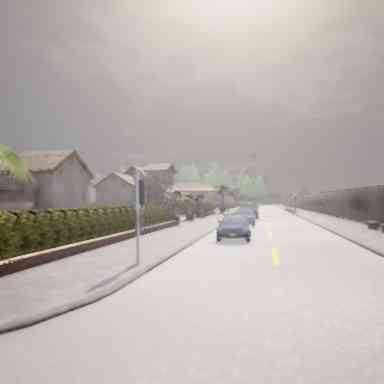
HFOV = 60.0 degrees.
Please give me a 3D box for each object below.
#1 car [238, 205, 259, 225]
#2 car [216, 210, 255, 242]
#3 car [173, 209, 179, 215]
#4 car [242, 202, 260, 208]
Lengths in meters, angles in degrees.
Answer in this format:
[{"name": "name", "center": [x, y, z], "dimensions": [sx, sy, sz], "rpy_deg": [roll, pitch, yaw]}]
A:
[{"name": "car", "center": [4.669, 2.212, 29.417], "dimensions": [1.882, 1.535, 5.008], "rpy_deg": [-1, -2, 12]}, {"name": "car", "center": [2.585, 2.029, 19.666], "dimensions": [1.812, 1.442, 4.674], "rpy_deg": [-1, -2, 12]}, {"name": "car", "center": [-3.484, 2.376, 41.300], "dimensions": [3.633, 1.501, 1.845], "rpy_deg": [-1, -2, 9]}, {"name": "car", "center": [6.878, 2.192, 39.581], "dimensions": [2.150, 2.045, 5.566], "rpy_deg": [-1, -1, 13]}]
